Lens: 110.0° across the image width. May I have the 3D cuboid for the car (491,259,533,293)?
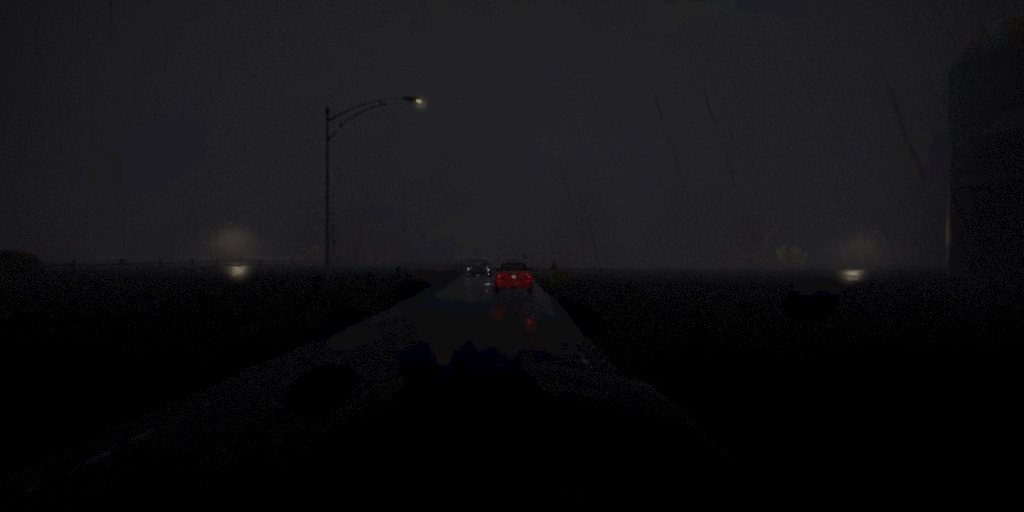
[{"bbox_3d":[0.098,1.098,20.892,2.097,1.767,4.553,0,0,0],"label":"car"}]

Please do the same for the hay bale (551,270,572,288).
[{"bbox_3d":[3.130,1.400,22.766,1.220,1.180,1.240,0,0,0],"label":"hay bale"}]

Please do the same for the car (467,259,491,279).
[{"bbox_3d":[-2.837,1.086,32.623,2.097,1.767,4.553,0,0,0],"label":"car"}]

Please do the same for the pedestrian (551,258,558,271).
[{"bbox_3d":[2.830,1.046,23.889,0.375,1.860,0.375,0,1,-1],"label":"pedestrian"}]
